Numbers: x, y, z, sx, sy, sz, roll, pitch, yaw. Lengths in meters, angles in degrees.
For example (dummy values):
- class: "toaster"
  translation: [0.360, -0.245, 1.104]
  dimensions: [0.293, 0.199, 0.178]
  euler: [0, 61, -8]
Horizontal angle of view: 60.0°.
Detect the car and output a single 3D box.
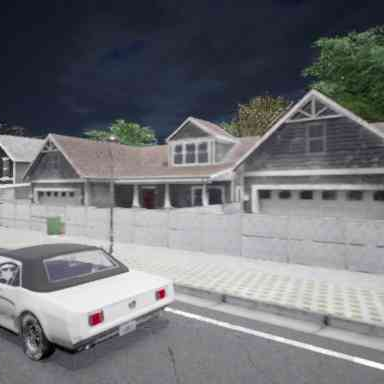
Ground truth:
- class: "car"
  translation: [-2.693, 1.590, 5.915]
  dimensions: [4.718, 1.301, 1.895]
  euler: [0, 0, 36]
